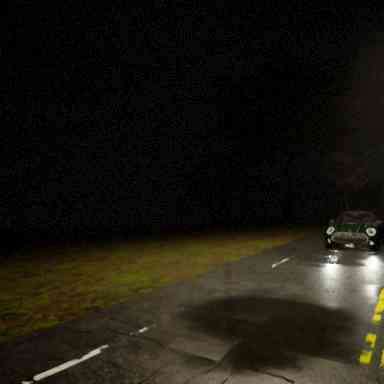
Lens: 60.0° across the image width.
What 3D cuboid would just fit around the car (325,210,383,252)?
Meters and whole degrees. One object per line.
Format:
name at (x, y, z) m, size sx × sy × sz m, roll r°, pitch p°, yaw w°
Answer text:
car at (7.745, 1.681, 15.672) m, size 2.097 × 1.767 × 4.553 m, roll -2°, pitch -2°, yaw 33°
